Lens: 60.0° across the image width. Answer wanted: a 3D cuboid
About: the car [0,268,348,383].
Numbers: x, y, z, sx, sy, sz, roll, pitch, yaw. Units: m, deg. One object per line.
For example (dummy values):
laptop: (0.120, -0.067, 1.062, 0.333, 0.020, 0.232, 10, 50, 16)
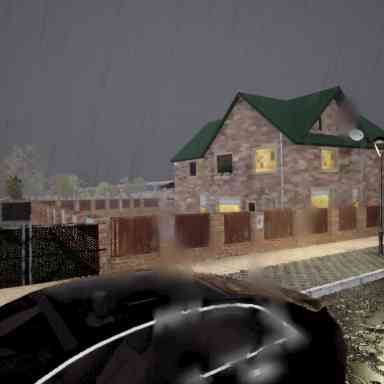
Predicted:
car: (-0.755, 1.504, 2.529, 4.892, 1.490, 1.837, 0, 0, -35)
